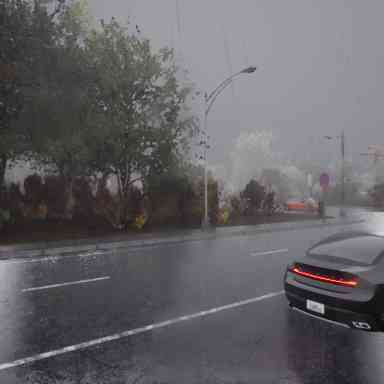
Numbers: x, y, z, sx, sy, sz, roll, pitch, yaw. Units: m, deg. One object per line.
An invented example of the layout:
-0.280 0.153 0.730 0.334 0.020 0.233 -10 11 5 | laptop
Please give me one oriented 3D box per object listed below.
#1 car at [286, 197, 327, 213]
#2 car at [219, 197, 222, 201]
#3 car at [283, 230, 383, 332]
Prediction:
12.533 1.352 36.838 2.097 1.767 4.553 0 0 -32 | car
4.527 1.354 69.521 1.994 1.385 4.181 0 1 -33 | car
3.858 1.505 6.489 4.892 1.490 1.837 0 0 -35 | car
